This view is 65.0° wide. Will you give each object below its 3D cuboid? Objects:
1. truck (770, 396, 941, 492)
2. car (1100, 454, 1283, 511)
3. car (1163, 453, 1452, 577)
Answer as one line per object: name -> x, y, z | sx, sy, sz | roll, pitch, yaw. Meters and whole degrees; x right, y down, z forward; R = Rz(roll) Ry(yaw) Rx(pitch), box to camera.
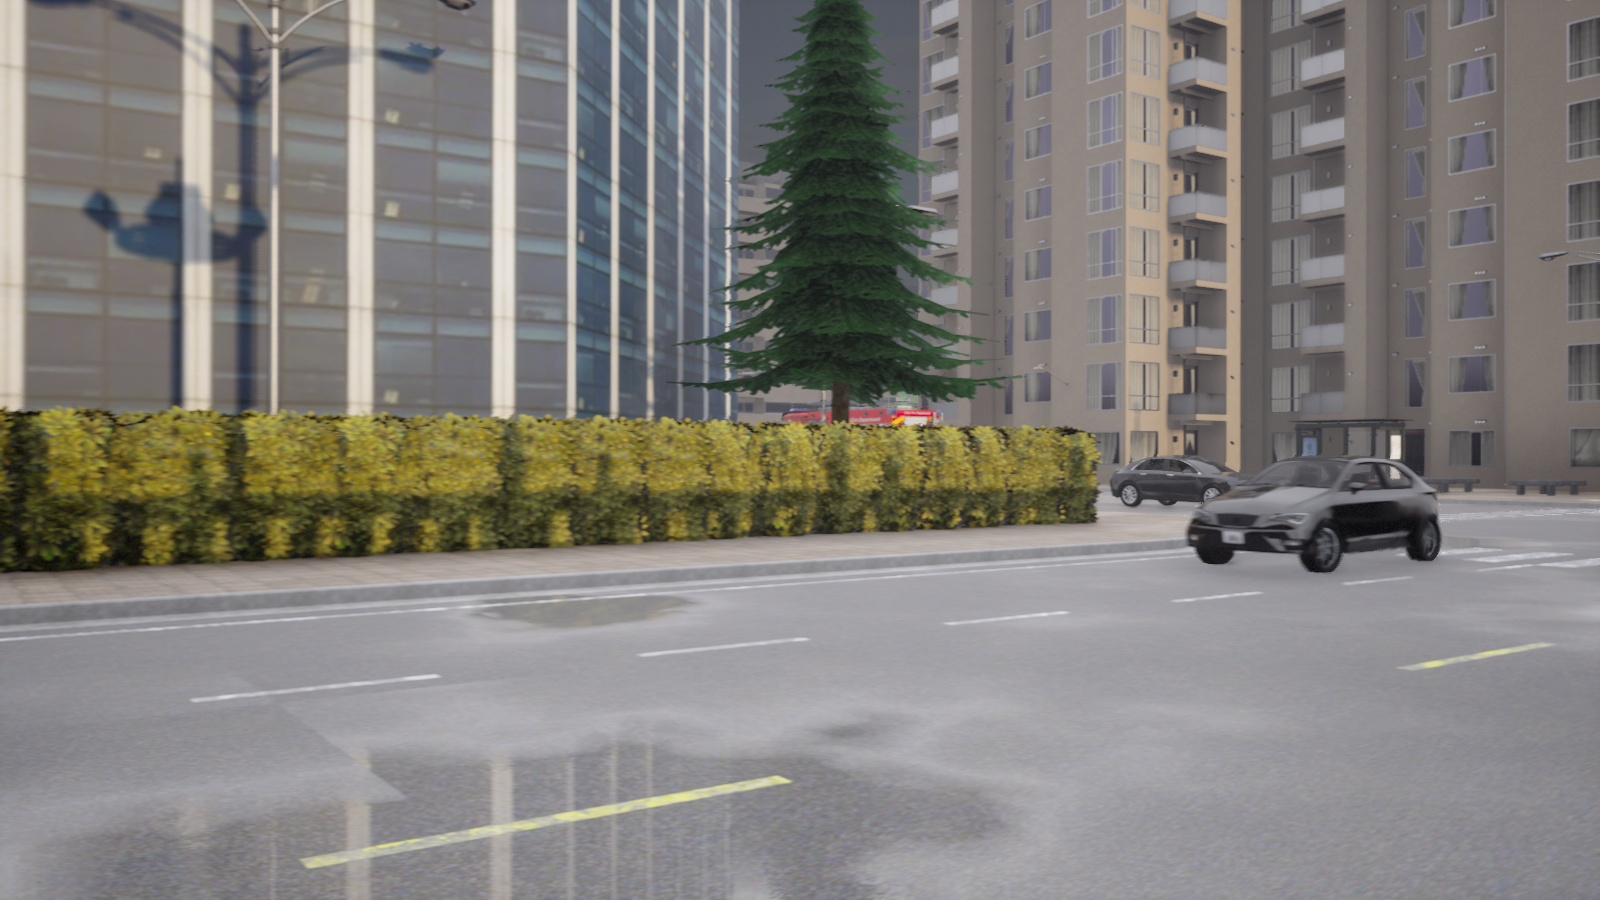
truck -> 2.221, -0.235, 54.636 | 2.891, 3.827, 8.468 | 0, 0, -35
car -> 11.042, 0.870, 35.787 | 1.837, 1.490, 4.892 | 0, 0, -35
car -> 6.958, 0.786, 17.052 | 4.193, 1.474, 1.816 | 0, 0, -39
